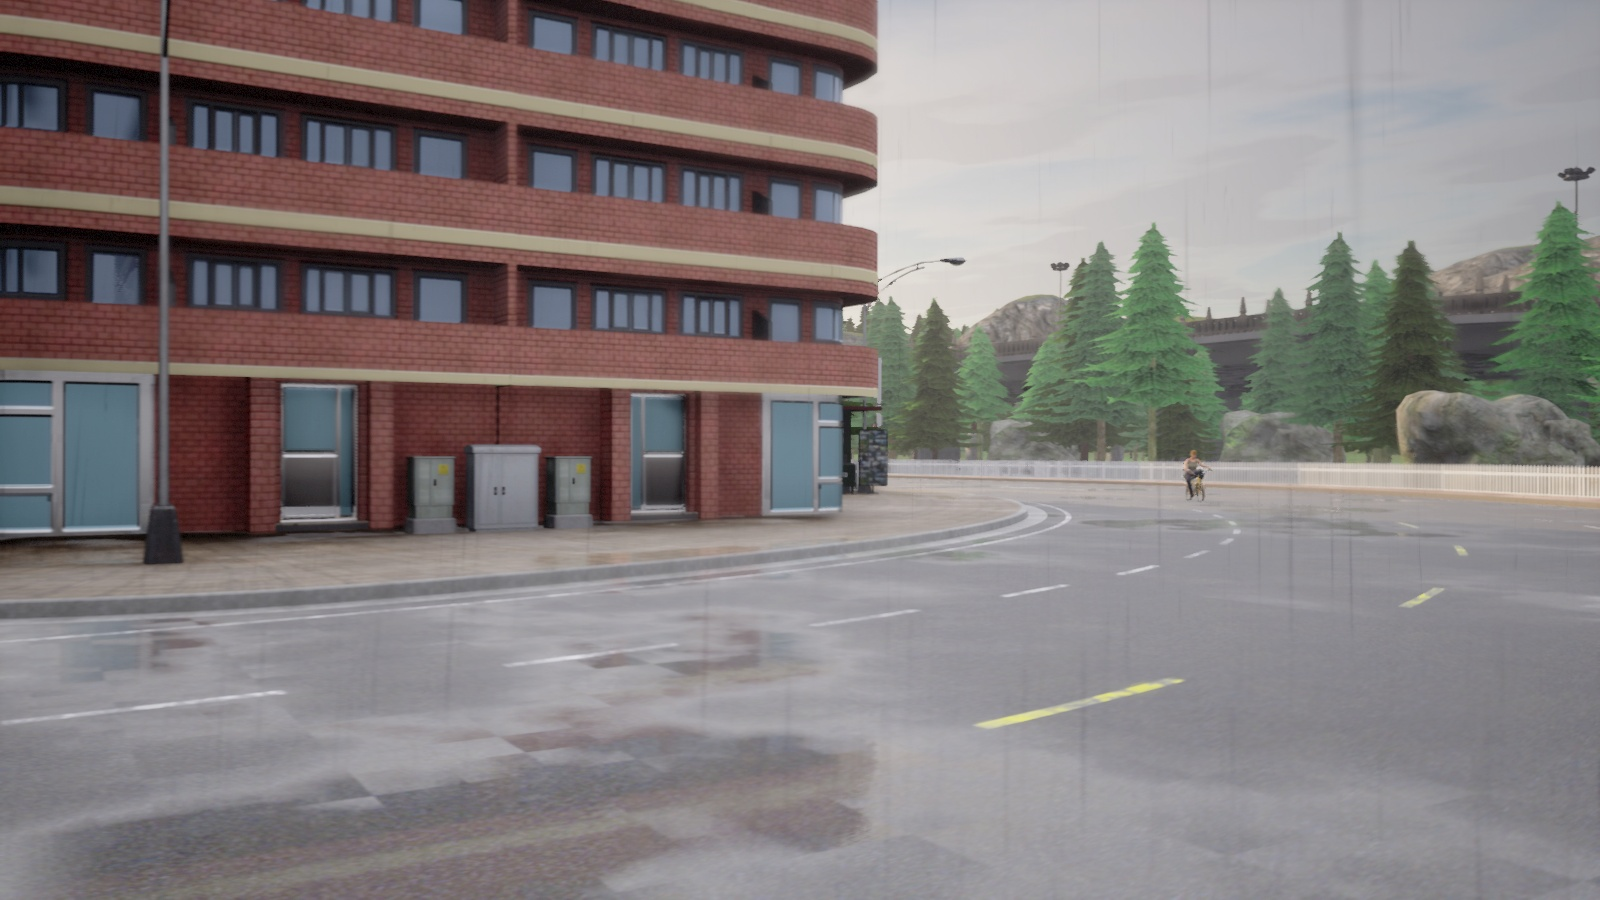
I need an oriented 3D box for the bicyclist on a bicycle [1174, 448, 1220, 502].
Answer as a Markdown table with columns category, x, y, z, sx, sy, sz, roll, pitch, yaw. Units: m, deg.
| category | x | y | z | sx | sy | sz | roll | pitch | yaw |
| --- | --- | --- | --- | --- | --- | --- | --- | --- | --- |
| bicyclist on a bicycle | 12.206 | 0.754 | 38.657 | 0.866 | 1.612 | 1.509 | -1 | 0 | -3 |
